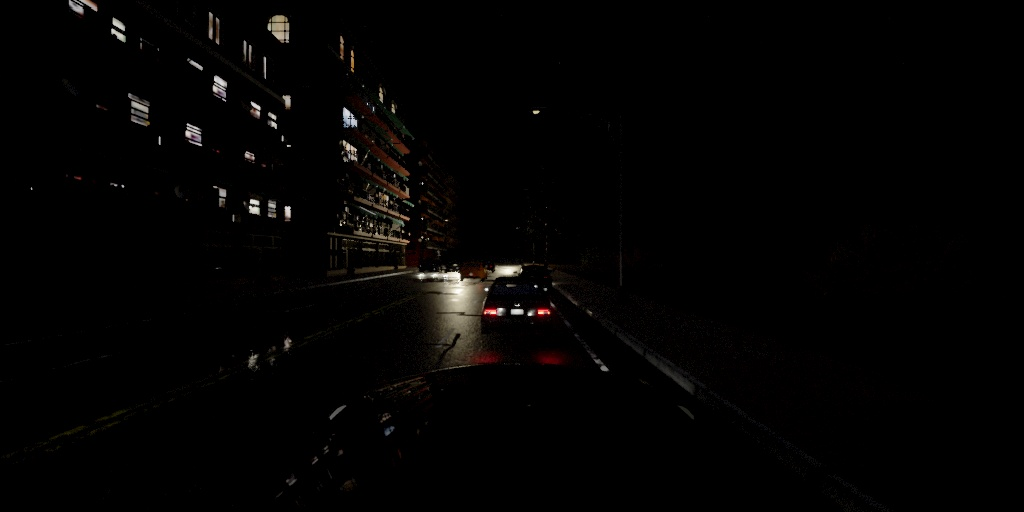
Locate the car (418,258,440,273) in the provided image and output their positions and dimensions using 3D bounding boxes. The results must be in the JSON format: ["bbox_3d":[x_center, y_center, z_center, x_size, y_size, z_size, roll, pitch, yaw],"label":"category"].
[{"bbox_3d":[-9.773,1.103,43.260,2.097,1.767,4.553,0,0,0],"label":"car"}]

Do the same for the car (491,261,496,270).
[{"bbox_3d":[-3.072,1.298,44.998,2.033,1.411,5.357,0,0,1],"label":"car"}]

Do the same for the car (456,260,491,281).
[{"bbox_3d":[-3.099,1.230,29.755,1.882,1.535,5.008,0,0,0],"label":"car"}]

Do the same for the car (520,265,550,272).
[{"bbox_3d":[1.171,1.257,20.240,1.837,1.490,4.892,0,0,0],"label":"car"}]

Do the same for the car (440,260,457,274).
[{"bbox_3d":[-6.529,1.256,40.987,1.837,1.490,4.892,0,0,0],"label":"car"}]

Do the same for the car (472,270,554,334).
[{"bbox_3d":[0.117,1.299,10.551,2.033,1.411,5.357,0,0,0],"label":"car"}]
